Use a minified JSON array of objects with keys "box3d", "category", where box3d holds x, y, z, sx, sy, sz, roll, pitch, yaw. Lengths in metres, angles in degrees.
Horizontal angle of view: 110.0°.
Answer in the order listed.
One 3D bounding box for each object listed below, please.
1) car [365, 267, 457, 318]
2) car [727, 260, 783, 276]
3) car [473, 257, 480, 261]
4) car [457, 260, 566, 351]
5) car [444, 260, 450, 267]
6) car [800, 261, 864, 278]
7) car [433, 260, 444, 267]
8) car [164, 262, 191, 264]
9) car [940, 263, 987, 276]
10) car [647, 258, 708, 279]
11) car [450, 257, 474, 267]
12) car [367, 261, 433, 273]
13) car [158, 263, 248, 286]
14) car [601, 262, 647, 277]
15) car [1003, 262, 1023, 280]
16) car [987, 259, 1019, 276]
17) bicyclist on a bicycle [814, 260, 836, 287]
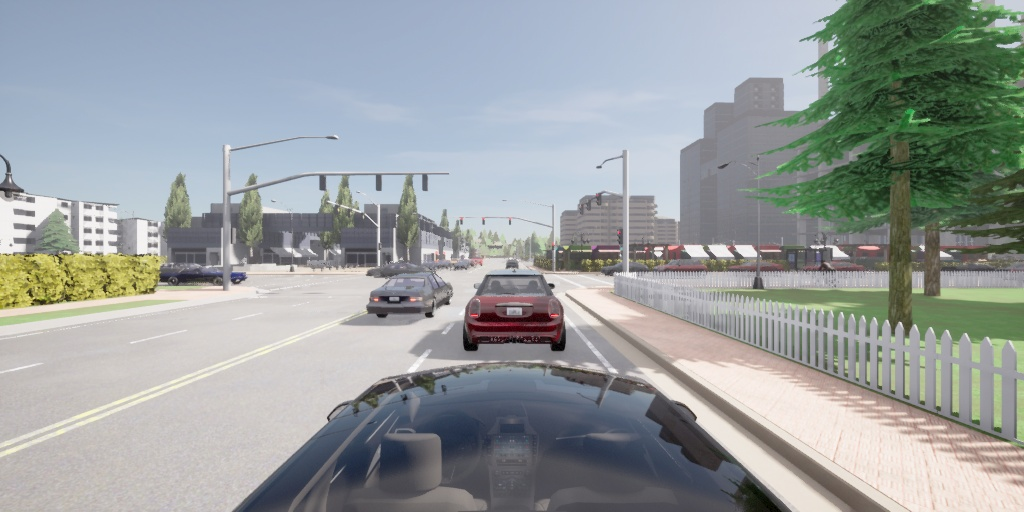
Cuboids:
[{"box3d":[-3.419,1.297,12.975,2.033,1.411,5.357,0,0,0],"category":"car"},{"box3d":[24.422,1.228,36.127,5.008,1.535,1.882,-1,0,-1],"category":"car"},{"box3d":[-7.085,1.351,61.036,1.895,1.301,4.718,0,0,0],"category":"car"},{"box3d":[0.063,1.102,9.140,2.097,1.767,4.553,0,0,0],"category":"car"},{"box3d":[-10.602,1.297,56.176,2.033,1.411,5.357,0,0,0],"category":"car"},{"box3d":[29.139,1.227,32.743,5.008,1.535,1.882,0,0,-1],"category":"car"},{"box3d":[-10.628,1.314,46.933,1.994,1.385,4.181,0,0,1],"category":"car"},{"box3d":[-25.393,1.241,27.784,4.902,1.511,2.128,0,0,-2],"category":"car"},{"box3d":[46.737,1.351,36.603,4.718,1.301,1.895,0,0,-1],"category":"car"},{"box3d":[15.076,1.102,32.389,4.553,1.767,2.097,0,0,-1],"category":"car"},{"box3d":[-7.098,1.297,51.454,2.033,1.411,5.357,0,0,0],"category":"car"},{"box3d":[-10.142,1.297,32.044,5.357,1.411,2.033,0,0,-1],"category":"car"},{"box3d":[-20.883,1.351,24.388,4.718,1.301,1.895,0,0,-1],"category":"car"},{"box3d":[11.228,1.276,35.776,4.674,1.442,1.812,0,0,-1],"category":"car"},{"box3d":[43.877,1.314,29.449,4.181,1.385,1.994,0,0,-3],"category":"car"},{"box3d":[47.704,1.311,33.119,4.892,1.490,1.837,0,0,-1],"category":"car"},{"box3d":[18.790,1.052,21.497,0.582,1.620,1.656,0,0,-1],"category":"bicyclist on a bicycle"}]
